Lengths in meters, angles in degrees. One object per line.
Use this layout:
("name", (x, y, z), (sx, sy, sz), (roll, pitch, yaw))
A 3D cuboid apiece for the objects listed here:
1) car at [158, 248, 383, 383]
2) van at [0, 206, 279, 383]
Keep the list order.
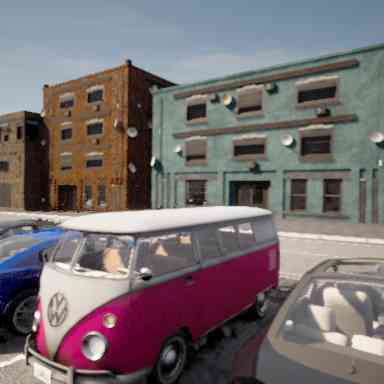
("car", (2.113, 1.481, 3.632), (2.231, 1.521, 4.892), (0, 0, 36))
("van", (-0.217, 1.252, 5.159), (1.878, 1.987, 4.442), (0, 0, 36))
